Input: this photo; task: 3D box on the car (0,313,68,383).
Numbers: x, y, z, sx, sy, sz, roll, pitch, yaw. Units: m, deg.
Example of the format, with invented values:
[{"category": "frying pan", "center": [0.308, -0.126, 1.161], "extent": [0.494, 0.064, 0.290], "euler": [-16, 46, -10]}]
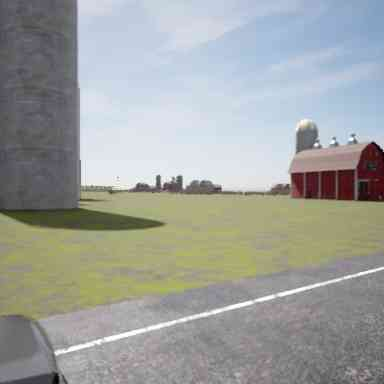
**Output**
[{"category": "car", "center": [-3.389, 1.531, 1.573], "extent": [5.357, 1.411, 2.033], "euler": [1, 0, -35]}]
